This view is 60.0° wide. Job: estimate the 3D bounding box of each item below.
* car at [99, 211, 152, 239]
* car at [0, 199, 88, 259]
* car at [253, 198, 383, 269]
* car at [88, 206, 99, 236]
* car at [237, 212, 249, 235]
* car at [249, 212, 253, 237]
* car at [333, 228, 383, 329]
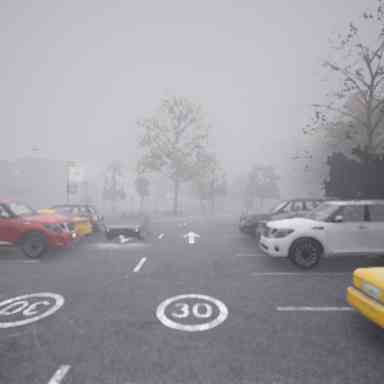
[{"bbox_3d":[-3.280,1.726,18.116,2.033,1.411,5.357,0,-1,0],"label":"car"},{"bbox_3d":[-7.151,1.271,12.387,5.566,2.045,2.435,0,0,0],"label":"car"},{"bbox_3d":[5.067,1.257,10.763,5.566,2.045,2.435,0,-1,0],"label":"car"},{"bbox_3d":[-7.188,1.556,15.302,5.008,1.535,2.097,0,-1,0],"label":"car"},{"bbox_3d":[5.043,1.317,16.225,5.566,2.045,2.435,0,-1,0],"label":"car"},{"bbox_3d":[5.077,1.538,13.553,4.892,1.521,2.231,0,-1,0],"label":"car"},{"bbox_3d":[5.280,1.478,5.044,5.366,1.575,1.946,0,0,0],"label":"car"}]
